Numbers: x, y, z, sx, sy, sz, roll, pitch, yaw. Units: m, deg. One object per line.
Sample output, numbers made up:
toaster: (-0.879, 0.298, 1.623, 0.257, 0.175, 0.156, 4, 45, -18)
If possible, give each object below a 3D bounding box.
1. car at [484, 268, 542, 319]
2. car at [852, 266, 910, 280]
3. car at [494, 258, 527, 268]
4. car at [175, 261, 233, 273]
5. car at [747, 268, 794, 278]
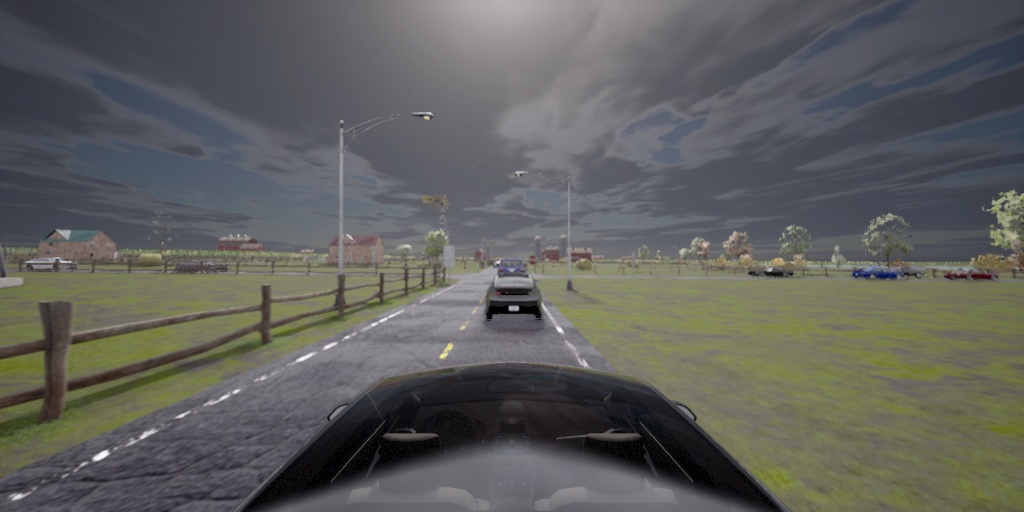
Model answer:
car: (0.045, 1.354, 13.223, 1.837, 1.490, 4.892, 0, 0, 0)
car: (43.134, 2.034, 42.319, 5.008, 1.535, 1.882, 0, -1, 0)
car: (-0.025, 1.196, 28.042, 2.150, 2.045, 5.566, 0, -1, 0)
car: (-35.032, 1.228, 40.828, 5.357, 1.411, 2.033, 1, -1, -1)
car: (32.362, 2.097, 44.995, 4.718, 1.301, 1.895, 1, -1, -1)
